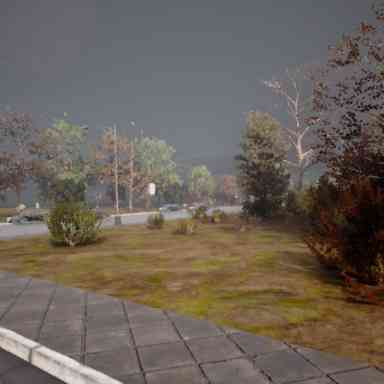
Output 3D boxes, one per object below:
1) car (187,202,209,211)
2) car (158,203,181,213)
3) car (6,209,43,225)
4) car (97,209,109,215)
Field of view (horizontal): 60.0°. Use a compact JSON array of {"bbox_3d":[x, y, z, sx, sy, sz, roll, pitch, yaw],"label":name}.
[{"bbox_3d":[0.996,2.492,55.003,2.128,1.511,4.902,-3,-2,33],"label":"car"},{"bbox_3d":[-3.631,2.624,54.264,2.128,1.511,4.902,-3,-2,32],"label":"car"},{"bbox_3d":[-16.399,2.501,34.144,2.128,1.511,4.902,-3,-2,33],"label":"car"},{"bbox_3d":[-11.289,2.411,35.624,2.033,1.411,5.357,-3,-2,32],"label":"car"}]
